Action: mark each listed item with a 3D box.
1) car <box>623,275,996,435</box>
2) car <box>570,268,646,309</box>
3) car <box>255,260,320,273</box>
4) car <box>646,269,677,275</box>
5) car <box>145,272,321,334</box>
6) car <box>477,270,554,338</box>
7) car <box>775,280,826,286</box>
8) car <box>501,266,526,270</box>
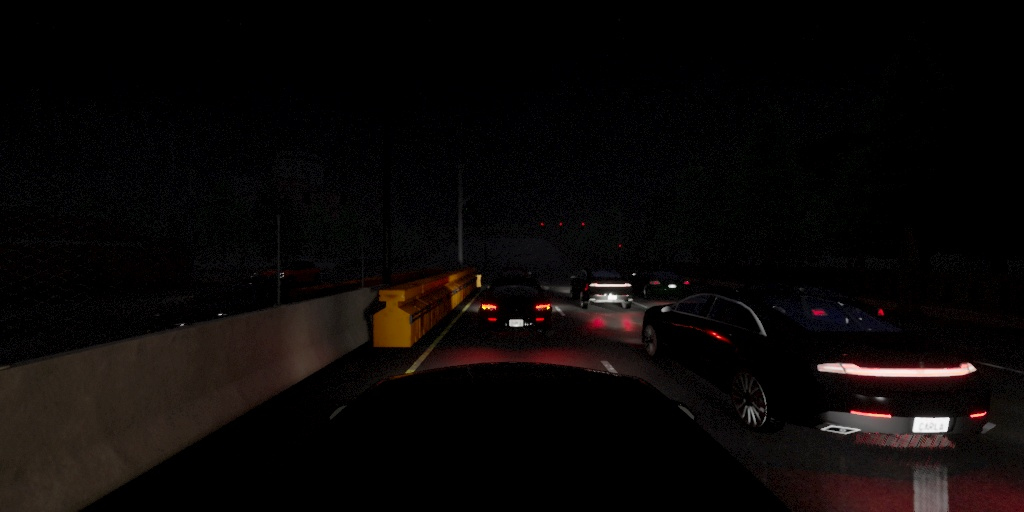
[{"bbox_3d":[3.600,1.240,5.515,2.128,1.511,4.902,0,0,0],"label":"car"},{"bbox_3d":[3.575,1.238,14.944,2.128,1.511,4.902,0,0,2],"label":"car"},{"bbox_3d":[-14.027,1.094,22.429,2.097,1.767,4.553,0,0,0],"label":"car"},{"bbox_3d":[7.082,1.309,17.848,1.994,1.385,4.181,0,0,0],"label":"car"},{"bbox_3d":[-7.095,1.312,9.683,1.994,1.385,4.181,0,0,0],"label":"car"},{"bbox_3d":[0.087,1.273,10.013,1.812,1.442,4.674,0,0,0],"label":"car"},{"bbox_3d":[7.094,1.312,9.458,1.994,1.385,4.181,0,0,0],"label":"car"},{"bbox_3d":[0.080,1.271,19.078,1.812,1.442,4.674,0,0,0],"label":"car"}]
